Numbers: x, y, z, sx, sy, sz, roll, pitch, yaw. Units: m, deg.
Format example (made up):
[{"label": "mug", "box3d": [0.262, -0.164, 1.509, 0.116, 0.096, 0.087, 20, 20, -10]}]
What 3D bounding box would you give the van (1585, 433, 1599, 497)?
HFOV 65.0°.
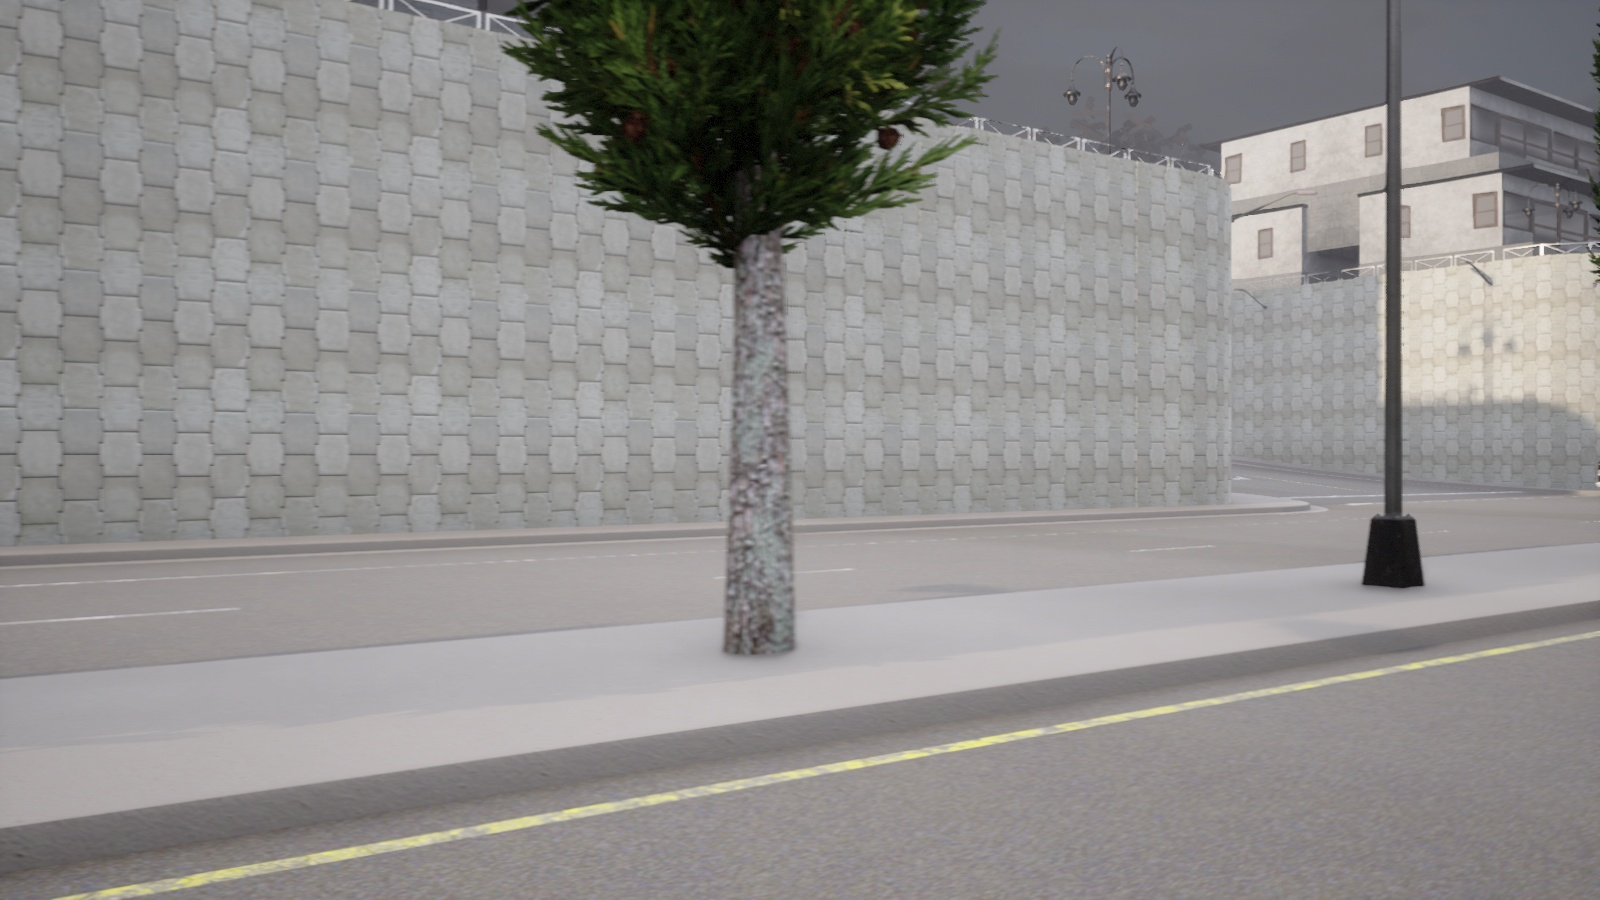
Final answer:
[{"label": "van", "box3d": [28.022, 0.487, 40.277, 4.480, 2.038, 2.069, 0, 1, -7]}]
